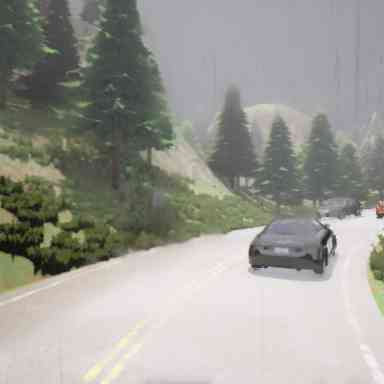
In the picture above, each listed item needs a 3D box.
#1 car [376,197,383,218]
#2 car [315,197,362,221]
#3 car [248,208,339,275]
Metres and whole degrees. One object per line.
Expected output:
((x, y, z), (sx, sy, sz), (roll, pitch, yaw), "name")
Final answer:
((14.583, 0.840, 23.101), (4.553, 1.767, 2.097), (-2, -1, -43), "car")
((10.503, 1.157, 23.862), (4.902, 1.511, 2.128), (-2, -1, -44), "car")
((3.155, 1.404, 10.118), (1.994, 1.385, 4.181), (-1, 0, 27), "car")
